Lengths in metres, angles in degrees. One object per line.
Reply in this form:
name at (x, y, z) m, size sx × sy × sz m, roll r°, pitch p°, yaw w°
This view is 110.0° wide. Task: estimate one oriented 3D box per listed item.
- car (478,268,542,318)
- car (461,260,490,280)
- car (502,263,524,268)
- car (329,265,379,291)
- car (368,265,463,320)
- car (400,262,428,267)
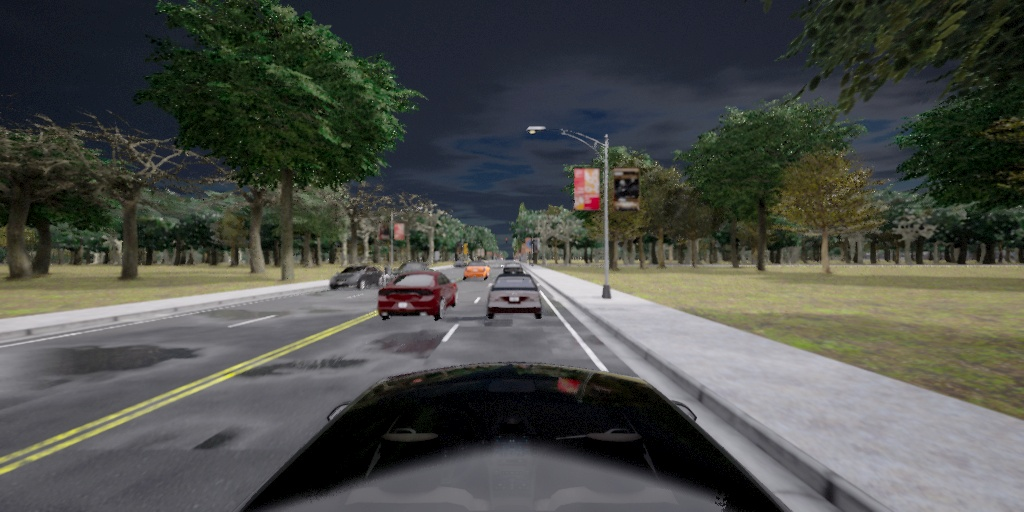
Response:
car at (0.085, 1.349, 13.262) m, size 2.033 × 1.411 × 5.357 m, roll 0°, pitch 0°, yaw 0°
car at (-3.154, 1.246, 33.081) m, size 2.097 × 1.767 × 4.553 m, roll 0°, pitch 0°, yaw 0°
car at (0.099, 1.381, 34.900) m, size 1.882 × 1.535 × 5.008 m, roll 0°, pitch 0°, yaw 0°
car at (-9.848, 1.352, 23.036) m, size 1.837 × 1.490 × 4.892 m, roll 0°, pitch -1°, yaw 0°
car at (-3.166, 1.276, 12.923) m, size 1.882 × 1.535 × 5.008 m, roll 0°, pitch 0°, yaw 0°
car at (-6.598, 1.201, 23.697) m, size 2.097 × 1.767 × 4.553 m, roll 0°, pitch 0°, yaw 0°
